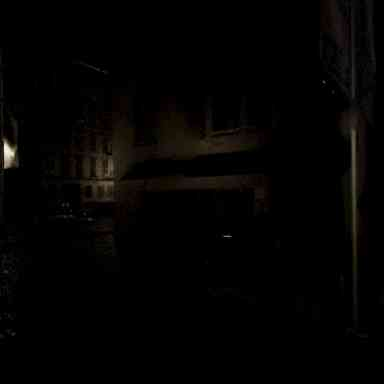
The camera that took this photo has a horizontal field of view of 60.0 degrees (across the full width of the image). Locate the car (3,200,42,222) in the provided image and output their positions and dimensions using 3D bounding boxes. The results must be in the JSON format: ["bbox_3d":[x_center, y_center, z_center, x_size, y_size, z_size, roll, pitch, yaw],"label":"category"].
[{"bbox_3d":[-13.745,1.387,24.777,2.097,1.767,4.553,-1,-1,35],"label":"car"}]

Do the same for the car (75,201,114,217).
[{"bbox_3d":[-8.240,1.612,32.485,2.033,1.411,5.357,-1,-1,35],"label":"car"}]

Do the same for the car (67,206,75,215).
[{"bbox_3d":[-10.790,1.666,34.504,1.994,1.385,4.181,-1,-1,35],"label":"car"}]
